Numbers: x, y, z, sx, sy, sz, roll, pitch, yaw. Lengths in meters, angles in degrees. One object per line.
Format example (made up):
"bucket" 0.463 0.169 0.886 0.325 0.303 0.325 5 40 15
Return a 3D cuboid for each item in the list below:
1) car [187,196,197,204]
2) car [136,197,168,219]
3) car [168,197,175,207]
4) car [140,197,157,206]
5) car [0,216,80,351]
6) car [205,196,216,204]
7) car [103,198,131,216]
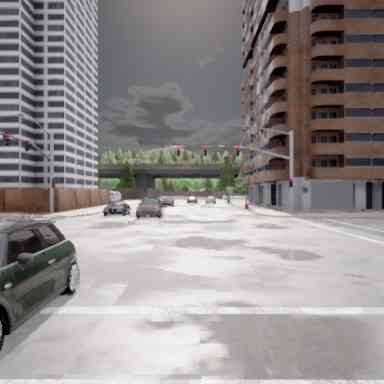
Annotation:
"car" 0.023 1.528 63.186 1.994 1.385 4.181 0 0 0
"car" -3.589 1.335 29.078 2.097 1.767 4.553 0 0 0
"car" -3.573 1.519 49.685 2.033 1.411 5.357 0 0 0
"car" -7.052 1.516 54.819 2.033 1.411 5.357 0 0 0
"car" -3.598 1.349 5.653 2.097 1.767 4.553 0 0 0
"car" 3.523 1.489 63.187 1.812 1.442 4.674 0 0 0
"car" -7.087 1.546 31.727 1.994 1.385 4.181 0 0 0
